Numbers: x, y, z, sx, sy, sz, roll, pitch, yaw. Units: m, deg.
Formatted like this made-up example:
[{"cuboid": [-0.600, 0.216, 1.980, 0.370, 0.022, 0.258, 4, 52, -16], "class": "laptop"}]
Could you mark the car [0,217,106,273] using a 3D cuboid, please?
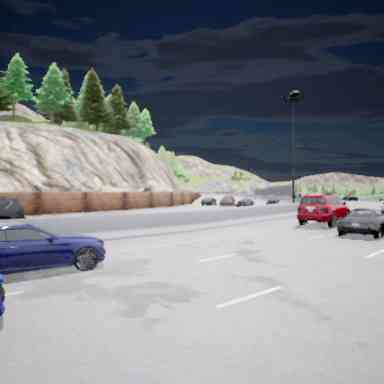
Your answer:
[{"cuboid": [-4.767, 1.563, 9.237, 4.674, 1.442, 1.812, 0, 0, -37], "class": "car"}]

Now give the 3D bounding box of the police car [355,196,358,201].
[{"cuboid": [38.506, 1.439, 81.007, 1.930, 1.638, 5.238, 0, 0, 3], "class": "police car"}]

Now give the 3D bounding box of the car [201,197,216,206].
[{"cuboid": [2.868, 1.576, 55.596, 1.882, 1.535, 5.008, 0, 0, 16], "class": "car"}]

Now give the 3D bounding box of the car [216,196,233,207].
[{"cuboid": [5.815, 1.436, 53.530, 2.097, 1.767, 4.553, 0, 0, 17], "class": "car"}]

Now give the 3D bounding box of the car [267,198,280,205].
[{"cuboid": [13.073, 1.602, 53.037, 2.033, 1.411, 5.357, 0, 0, 17], "class": "car"}]

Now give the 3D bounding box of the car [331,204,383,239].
[{"cuboid": [9.271, 1.565, 17.676, 1.994, 1.385, 4.181, 0, 0, 41], "class": "car"}]

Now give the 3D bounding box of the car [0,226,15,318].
[{"cuboid": [-5.353, 1.508, 4.456, 5.008, 1.535, 1.882, 0, 0, -35], "class": "car"}]

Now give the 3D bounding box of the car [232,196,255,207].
[{"cuboid": [7.945, 1.613, 48.796, 2.033, 1.411, 5.357, 0, 0, 22], "class": "car"}]

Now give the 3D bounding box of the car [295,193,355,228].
[{"cuboid": [9.052, 1.233, 22.719, 2.150, 2.045, 5.566, 0, 0, 39], "class": "car"}]

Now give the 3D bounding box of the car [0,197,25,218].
[{"cuboid": [-11.723, 1.300, 17.281, 5.566, 2.045, 2.150, 0, 0, -37], "class": "car"}]

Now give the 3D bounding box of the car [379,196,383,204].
[{"cuboid": [19.995, 1.212, 33.032, 2.150, 2.045, 5.566, 0, 0, 28], "class": "car"}]
